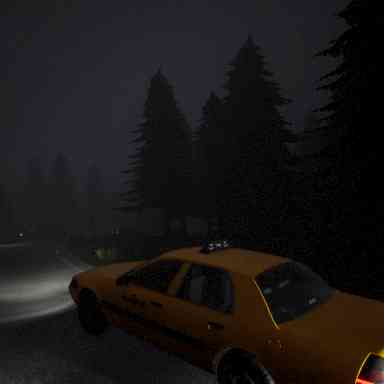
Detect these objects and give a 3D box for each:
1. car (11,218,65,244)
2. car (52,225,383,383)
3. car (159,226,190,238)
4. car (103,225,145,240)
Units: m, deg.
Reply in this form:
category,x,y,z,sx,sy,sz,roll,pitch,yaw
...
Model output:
category,x,y,z,sx,sy,sz,roll,pitch,yaw
car,-12.736,3.227,28.162,2.150,2.045,5.566,-4,-7,7
car,0.125,1.441,4.751,5.366,1.575,1.801,0,1,43
car,-2.309,5.544,46.279,1.882,1.535,5.008,-5,-8,30
car,-7.433,4.510,36.974,2.033,1.411,5.357,-4,-8,20
